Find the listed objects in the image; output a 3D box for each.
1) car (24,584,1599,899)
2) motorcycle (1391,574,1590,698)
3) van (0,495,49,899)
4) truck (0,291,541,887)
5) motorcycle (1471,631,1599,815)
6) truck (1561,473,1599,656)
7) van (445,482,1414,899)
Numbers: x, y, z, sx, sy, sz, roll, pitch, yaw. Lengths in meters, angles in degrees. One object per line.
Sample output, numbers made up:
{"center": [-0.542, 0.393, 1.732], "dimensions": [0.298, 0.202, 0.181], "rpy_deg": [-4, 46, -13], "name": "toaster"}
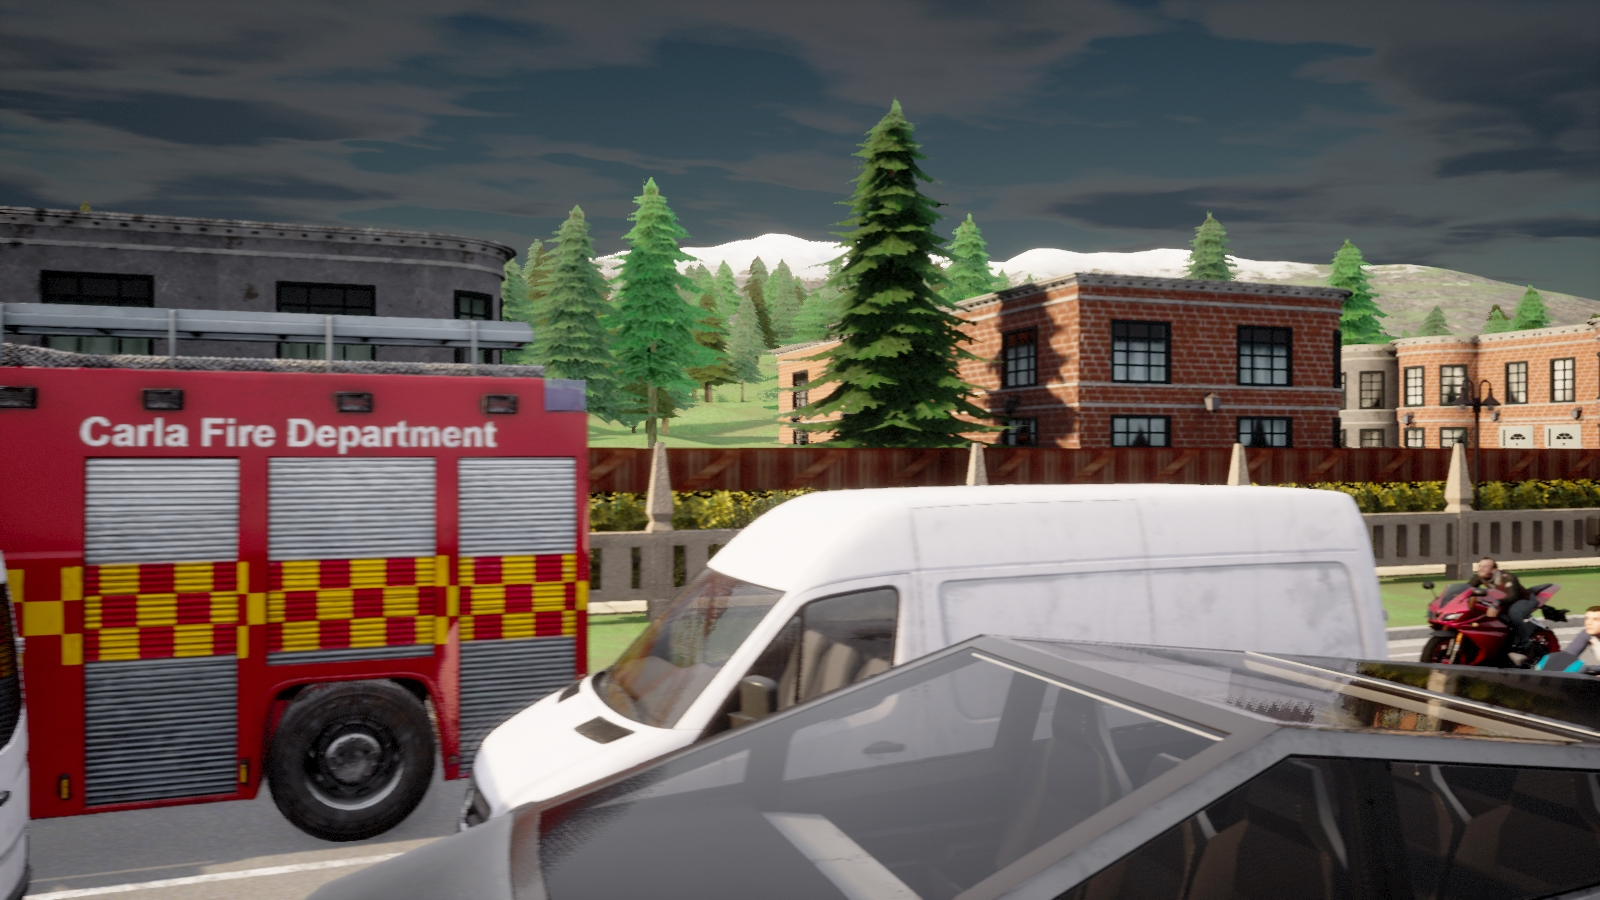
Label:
{"center": [1.390, 1.753, 3.804], "dimensions": [6.274, 2.098, 2.390], "rpy_deg": [0, 0, -20], "name": "car"}
{"center": [8.348, 2.205, 13.808], "dimensions": [2.209, 1.251, 0.867], "rpy_deg": [0, 0, -20], "name": "motorcycle"}
{"center": [-6.724, 1.535, 4.574], "dimensions": [5.915, 2.561, 1.988], "rpy_deg": [0, 0, -20], "name": "van"}
{"center": [-6.400, 0.891, 8.415], "dimensions": [8.468, 3.827, 2.891], "rpy_deg": [0, 0, -20], "name": "truck"}
{"center": [6.656, 2.186, 9.445], "dimensions": [2.033, 1.199, 0.803], "rpy_deg": [0, 0, -20], "name": "motorcycle"}
{"center": [13.574, 1.568, 15.688], "dimensions": [5.204, 2.467, 2.627], "rpy_deg": [0, 0, -20], "name": "truck"}
{"center": [0.864, 1.535, 7.333], "dimensions": [5.915, 2.561, 1.988], "rpy_deg": [0, 0, -20], "name": "van"}
